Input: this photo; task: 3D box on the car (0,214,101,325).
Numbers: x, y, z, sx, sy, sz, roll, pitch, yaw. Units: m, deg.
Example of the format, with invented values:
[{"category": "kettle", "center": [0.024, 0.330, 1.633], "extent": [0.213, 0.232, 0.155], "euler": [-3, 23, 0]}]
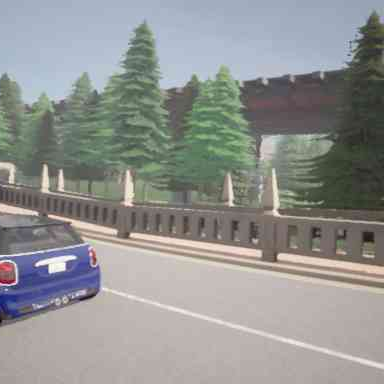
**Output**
[{"category": "car", "center": [-4.003, 1.227, 6.848], "extent": [4.553, 1.767, 2.097], "euler": [2, 1, 35]}]
